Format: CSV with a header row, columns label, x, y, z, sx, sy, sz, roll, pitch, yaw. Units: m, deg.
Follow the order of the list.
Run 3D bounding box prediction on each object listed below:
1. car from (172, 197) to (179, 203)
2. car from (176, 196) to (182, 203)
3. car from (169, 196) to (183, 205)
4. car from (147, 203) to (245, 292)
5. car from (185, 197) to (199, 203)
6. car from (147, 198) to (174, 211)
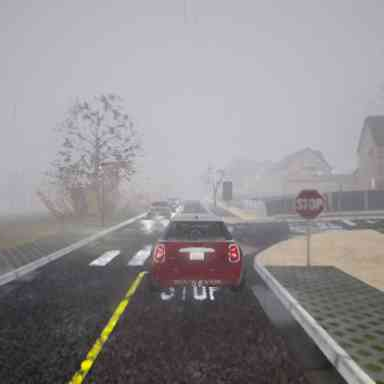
label,x,y,z,sx,sy,sz,roll,pitch,yaw
car,-2.832,1.634,39.196,1.895,1.301,4.718,0,0,0
car,-2.828,1.572,48.975,1.812,1.442,4.674,0,0,1
car,-2.782,1.553,59.383,2.128,1.511,4.902,0,0,1
car,0.102,1.357,9.076,2.097,1.767,4.553,0,0,0
car,0.083,1.635,40.379,1.895,1.301,4.718,0,0,0
car,-2.835,1.547,29.562,1.812,1.442,4.674,0,0,0
